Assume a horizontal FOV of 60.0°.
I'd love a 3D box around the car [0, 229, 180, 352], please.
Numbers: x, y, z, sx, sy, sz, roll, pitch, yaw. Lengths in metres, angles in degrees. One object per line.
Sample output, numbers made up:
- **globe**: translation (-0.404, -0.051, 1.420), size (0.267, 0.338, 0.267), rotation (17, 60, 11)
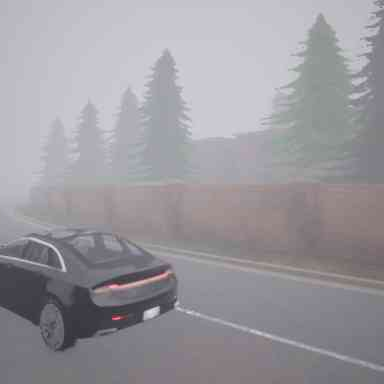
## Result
- **car**: translation (-2.440, 1.447, 6.164), size (4.902, 1.511, 2.128), rotation (1, 0, 39)
